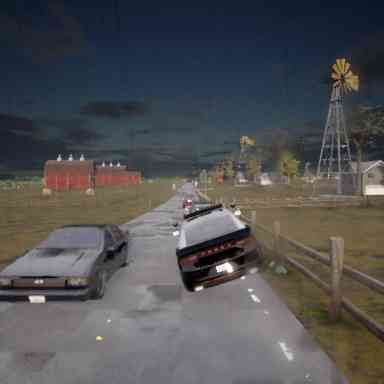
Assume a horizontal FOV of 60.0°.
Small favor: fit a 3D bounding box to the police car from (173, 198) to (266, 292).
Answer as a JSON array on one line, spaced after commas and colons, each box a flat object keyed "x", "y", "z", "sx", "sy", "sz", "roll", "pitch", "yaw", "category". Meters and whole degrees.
[{"x": 0.526, "y": 1.199, "z": 9.208, "sx": 1.930, "sy": 1.638, "sz": 5.238, "roll": -18, "pitch": 3, "yaw": 0, "category": "police car"}]

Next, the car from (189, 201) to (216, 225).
[{"x": 0.705, "y": 1.471, "z": 25.130, "sx": 1.837, "sy": 1.490, "sz": 4.892, "roll": 0, "pitch": 0, "yaw": 0, "category": "car"}]

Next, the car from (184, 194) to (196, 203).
[{"x": -0.290, "y": 1.209, "z": 60.562, "sx": 2.128, "sy": 1.511, "sz": 4.902, "roll": 0, "pitch": 1, "yaw": 0, "category": "car"}]

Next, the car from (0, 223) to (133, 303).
[{"x": -2.792, "y": 1.539, "z": 8.637, "sx": 2.033, "sy": 1.411, "sz": 5.357, "roll": 0, "pitch": 0, "yaw": 0, "category": "car"}]

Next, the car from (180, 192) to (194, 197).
[{"x": -0.211, "y": 1.237, "z": 47.044, "sx": 2.097, "sy": 1.767, "sz": 4.553, "roll": 0, "pitch": 0, "yaw": 0, "category": "car"}]

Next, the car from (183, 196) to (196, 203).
[{"x": 0.660, "y": 1.308, "z": 19.089, "sx": 2.097, "sy": 1.767, "sz": 4.553, "roll": -1, "pitch": 0, "yaw": 0, "category": "car"}]

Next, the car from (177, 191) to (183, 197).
[{"x": -3.187, "y": 0.522, "z": 91.120, "sx": 2.033, "sy": 1.411, "sz": 5.357, "roll": 0, "pitch": 2, "yaw": 0, "category": "car"}]
